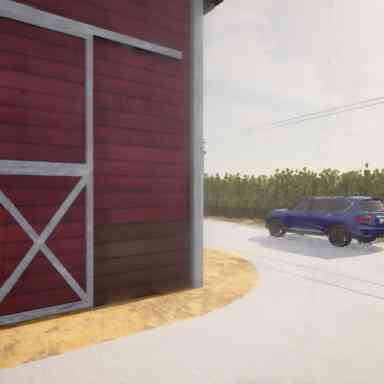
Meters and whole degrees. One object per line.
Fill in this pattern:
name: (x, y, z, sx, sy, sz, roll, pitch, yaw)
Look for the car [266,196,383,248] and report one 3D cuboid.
car: (5.913, 1.202, 15.180, 2.150, 2.045, 5.566, 0, 0, -33)
